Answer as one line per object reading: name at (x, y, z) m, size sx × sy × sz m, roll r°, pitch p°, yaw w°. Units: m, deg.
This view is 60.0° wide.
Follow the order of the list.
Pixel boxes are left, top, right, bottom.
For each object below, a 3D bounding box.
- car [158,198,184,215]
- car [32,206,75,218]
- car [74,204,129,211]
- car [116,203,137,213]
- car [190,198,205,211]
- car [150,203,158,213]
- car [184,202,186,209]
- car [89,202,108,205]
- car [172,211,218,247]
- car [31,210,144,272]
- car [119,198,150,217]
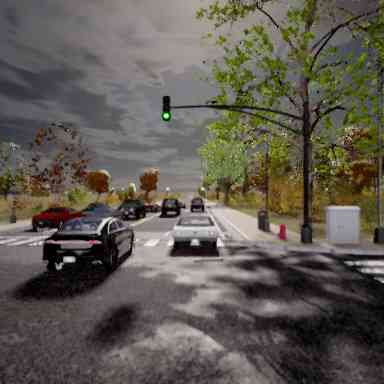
car at (-2.528, 1.785, 41.348) m, size 2.150 × 2.045 × 5.566 m, roll 0°, pitch -1°, yaw 1°
car at (-9.601, 1.777, 23.985) m, size 1.882 × 1.535 × 5.008 m, roll 0°, pitch -1°, yaw 4°
car at (-6.354, 1.850, 24.111) m, size 2.033 × 1.411 × 5.357 m, roll 0°, pitch -1°, yaw 1°
car at (-9.060, 2.242, 46.665) m, size 1.895 × 1.301 × 4.718 m, roll 0°, pitch -1°, yaw 2°
car at (0.876, 1.952, 52.601) m, size 2.150 × 2.045 × 5.566 m, roll 0°, pitch -1°, yaw 1°
car at (-5.784, 2.223, 47.816) m, size 1.994 × 1.385 × 4.181 m, roll 0°, pitch -1°, yaw 2°
car at (-2.121, 2.493, 63.881) m, size 1.895 × 1.301 × 4.718 m, roll 0°, pitch -1°, yaw 1°
car at (-9.399, 1.789, 32.999) m, size 2.097 × 1.767 × 4.553 m, roll 0°, pitch -1°, yaw 2°
car at (0.171, 1.761, 15.687) m, size 1.895 × 1.301 × 4.718 m, roll 0°, pitch -2°, yaw 1°
car at (-3.140, 1.551, 10.998) m, size 2.128 × 1.511 × 4.902 m, roll 0°, pitch -1°, yaw 1°
car at (-6.116, 1.679, 34.289) m, size 2.150 × 2.045 × 5.566 m, roll 0°, pitch -1°, yaw 2°
